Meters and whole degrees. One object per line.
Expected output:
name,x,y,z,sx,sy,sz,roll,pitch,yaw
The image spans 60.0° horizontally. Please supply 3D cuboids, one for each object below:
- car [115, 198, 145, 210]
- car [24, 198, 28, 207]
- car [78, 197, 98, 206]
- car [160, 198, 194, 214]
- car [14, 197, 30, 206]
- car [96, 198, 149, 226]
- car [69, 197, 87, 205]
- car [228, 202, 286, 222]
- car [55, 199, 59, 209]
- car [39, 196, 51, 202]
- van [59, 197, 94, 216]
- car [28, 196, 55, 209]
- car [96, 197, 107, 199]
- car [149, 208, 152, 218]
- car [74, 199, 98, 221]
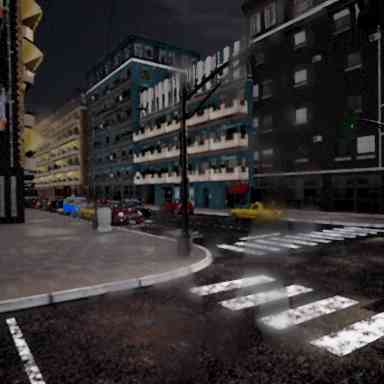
car,-8.031,1.499,42.754,2.008,1.369,4.403,-2,1,-35
car,-24.492,1.724,51.407,1.947,1.339,4.313,-2,1,-35
car,-17.670,1.561,56.272,1.947,1.339,4.313,-2,1,-35
car,-1.606,1.359,33.741,1.967,1.590,4.097,-2,1,-35
car,-30.919,1.736,60.419,1.887,1.381,4.507,-2,1,-35
car,-5.215,1.508,24.371,1.967,1.590,4.097,-2,1,-35
car,-20.884,1.562,60.778,2.008,1.369,4.403,-2,1,-35
car,4.723,1.417,24.869,1.752,1.417,4.829,-2,1,-35
car,-18.901,1.654,48.169,1.994,1.385,4.181,-1,1,-35
car,-36.949,1.644,83.308,1.887,1.381,4.507,-2,1,-35
van,-11.643,1.438,33.381,1.690,1.788,3.998,-2,1,-35
car,-21.281,1.582,46.900,1.967,1.590,4.097,-2,1,-35
car,-14.459,1.419,51.764,1.967,1.590,4.097,-2,1,-35
car,-5.336,1.628,29.006,1.895,1.301,4.718,-1,1,-35
car,-8.328,1.607,28.739,1.752,1.417,4.829,-2,1,-35
